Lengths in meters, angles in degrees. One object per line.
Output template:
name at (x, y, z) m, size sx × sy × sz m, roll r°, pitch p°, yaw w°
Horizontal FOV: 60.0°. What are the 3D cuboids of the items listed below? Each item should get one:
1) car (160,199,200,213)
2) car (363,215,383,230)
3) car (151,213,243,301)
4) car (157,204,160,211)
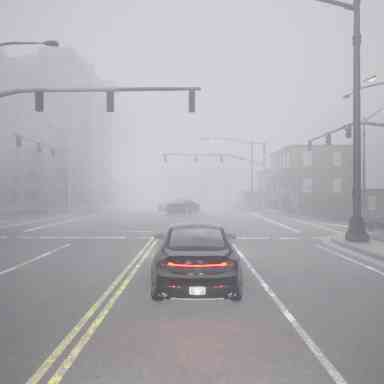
car at (-0.819, 1.413, 32.737) m, size 1.882 × 1.535 × 5.008 m, roll 1°, pitch 0°, yaw 24°
car at (16.049, 2.655, 28.207) m, size 4.181 × 1.385 × 1.994 m, roll 8°, pitch 0°, yaw 0°
car at (0.094, 1.505, 8.321) m, size 1.837 × 1.490 × 4.892 m, roll 0°, pitch 0°, yaw 0°
car at (-3.630, 2.066, 45.558) m, size 1.837 × 1.490 × 4.892 m, roll 0°, pitch -5°, yaw 0°
